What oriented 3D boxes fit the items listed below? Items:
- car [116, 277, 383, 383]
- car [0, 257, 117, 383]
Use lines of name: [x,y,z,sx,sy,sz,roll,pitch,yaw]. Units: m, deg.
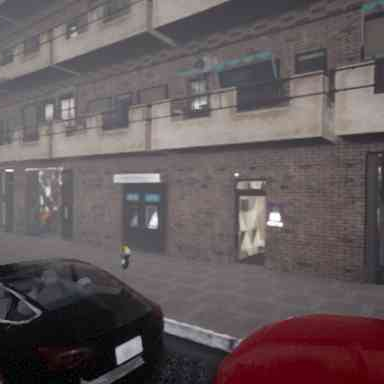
car: [2.308,1.311,1.169,5.009,1.841,2.192,0,1,35]
car: [-2.305,1.579,4.454,4.313,1.339,1.947,0,1,35]
